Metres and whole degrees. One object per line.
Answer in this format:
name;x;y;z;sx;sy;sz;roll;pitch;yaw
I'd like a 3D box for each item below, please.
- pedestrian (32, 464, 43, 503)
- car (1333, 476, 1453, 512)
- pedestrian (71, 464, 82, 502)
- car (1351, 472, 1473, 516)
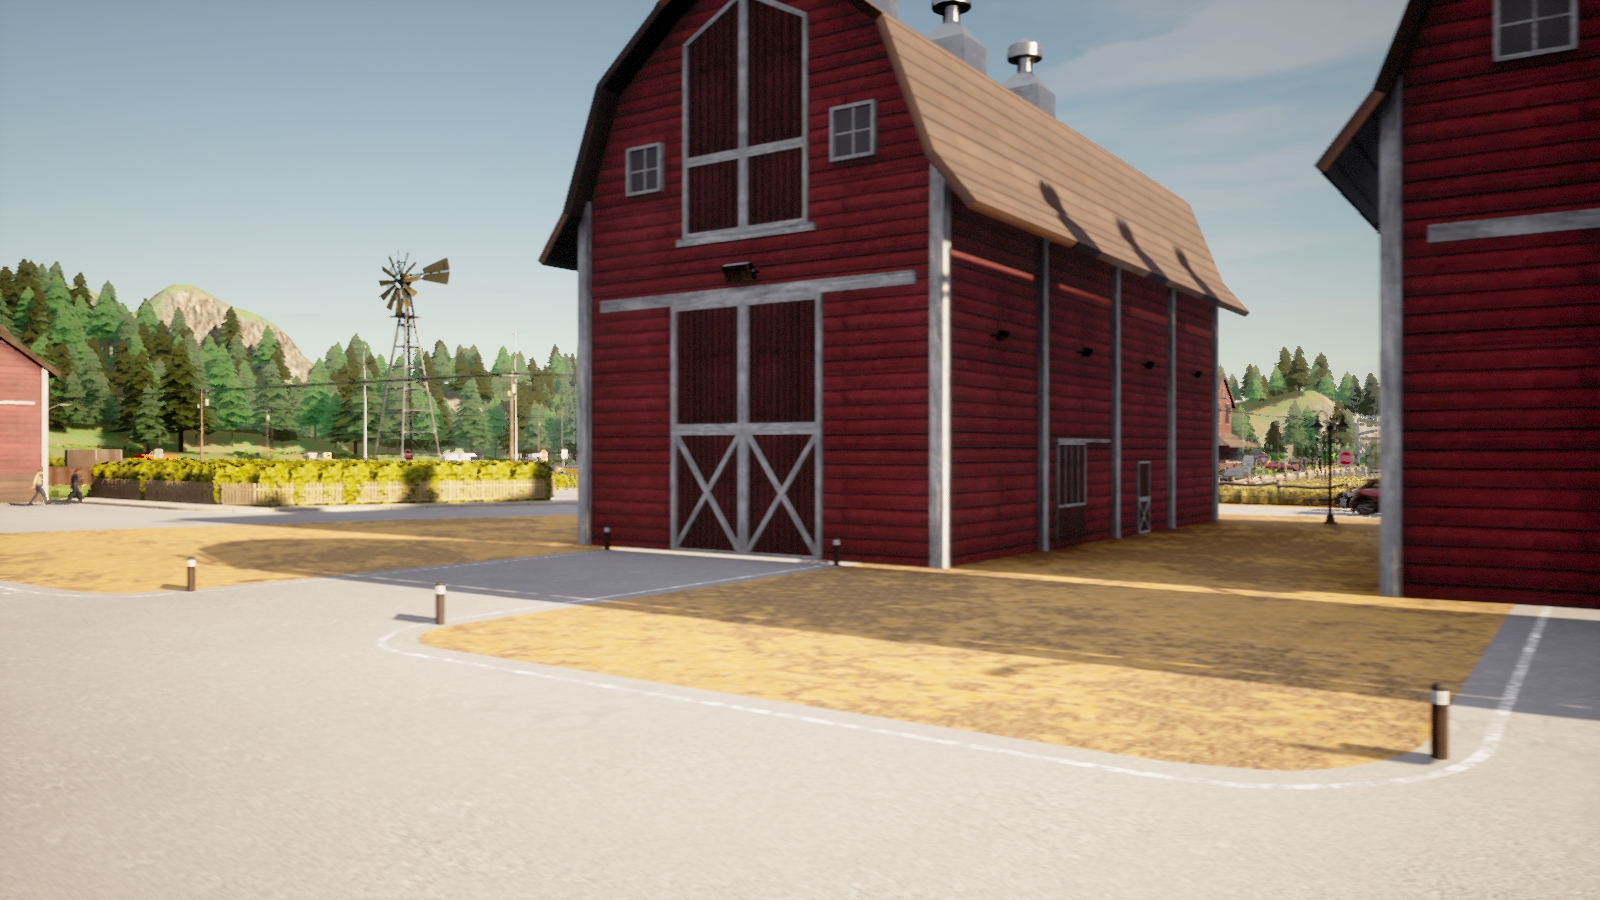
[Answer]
pedestrian;-36.639;1.617;54.902;0.375;1.860;0.375;0;0;-26
car;28.052;2.046;54.056;4.902;1.511;2.128;0;0;32
pedestrian;-35.515;1.618;56.111;0.375;1.860;0.375;0;0;45
car;27.176;1.905;50.803;4.553;1.767;2.097;0;0;35
